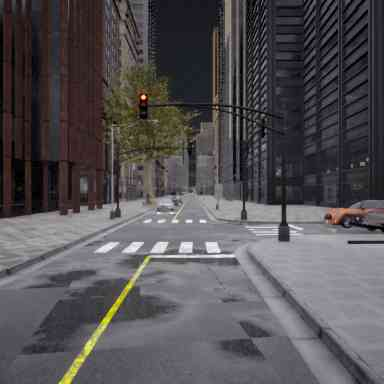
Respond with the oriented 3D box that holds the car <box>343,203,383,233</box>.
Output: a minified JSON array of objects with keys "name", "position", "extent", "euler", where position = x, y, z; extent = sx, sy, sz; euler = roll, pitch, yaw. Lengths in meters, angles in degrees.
[{"name":"car","position":[11.534,1.491,18.108],"extent":[5.357,1.411,2.033],"euler":[0,0,0]}]

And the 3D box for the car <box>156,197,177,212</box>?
[{"name":"car","position":[-3.076,1.535,39.474],"extent":[1.812,1.442,4.674],"euler":[0,0,0]}]

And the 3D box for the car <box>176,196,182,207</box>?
[{"name":"car","position":[-3.066,1.574,51.611],"extent":[2.033,1.411,5.357],"euler":[0,0,0]}]

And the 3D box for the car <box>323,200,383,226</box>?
[{"name":"car","position":[10.855,1.311,21.207],"extent":[4.553,1.767,2.097],"euler":[0,0,0]}]
